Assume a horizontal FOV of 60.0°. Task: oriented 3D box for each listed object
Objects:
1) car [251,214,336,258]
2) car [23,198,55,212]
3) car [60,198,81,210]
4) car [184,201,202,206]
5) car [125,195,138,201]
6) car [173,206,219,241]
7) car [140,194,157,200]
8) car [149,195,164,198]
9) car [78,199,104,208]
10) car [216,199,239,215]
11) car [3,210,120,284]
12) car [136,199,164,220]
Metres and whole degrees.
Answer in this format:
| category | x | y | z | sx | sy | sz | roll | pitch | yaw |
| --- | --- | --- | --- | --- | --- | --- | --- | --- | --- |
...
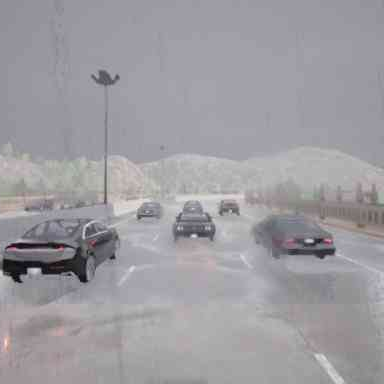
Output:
| category | x | y | z | sx | sy | sz | roll | pitch | yaw |
| --- | --- | --- | --- | --- | --- | --- | --- | --- | --- |
| car | 3.593 | 1.549 | 12.718 | 2.033 | 1.411 | 5.357 | 0 | 0 | 0 |
| car | -17.609 | 1.510 | 38.575 | 1.837 | 1.490 | 4.892 | 0 | 0 | 0 |
| car | -14.108 | 1.496 | 39.834 | 2.128 | 1.511 | 4.902 | 0 | 0 | 0 |
| car | 0.083 | 1.568 | 34.078 | 1.994 | 1.385 | 4.181 | 0 | 0 | 0 |
| car | -14.395 | 1.509 | 79.354 | 1.994 | 1.385 | 4.181 | 0 | 0 | 14 |
| car | 0.091 | 1.603 | 16.599 | 1.895 | 1.301 | 4.718 | 0 | 0 | 0 |
| car | -10.473 | 1.163 | 80.553 | 2.033 | 1.411 | 5.357 | 0 | 0 | 15 |
| car | -7.614 | 1.516 | 77.614 | 2.033 | 1.411 | 5.357 | 0 | 0 | 14 |
| car | -10.614 | 1.605 | 36.874 | 1.895 | 1.301 | 4.718 | 0 | 0 | 0 |
| car | 3.583 | 1.509 | 33.424 | 1.837 | 1.490 | 4.892 | 0 | 0 | 0 |
| car | -3.405 | 1.493 | 9.608 | 2.128 | 1.511 | 4.902 | 0 | 0 | 0 |
| car | -3.414 | 1.550 | 27.923 | 2.033 | 1.411 | 5.357 | 0 | 0 | 0 |
